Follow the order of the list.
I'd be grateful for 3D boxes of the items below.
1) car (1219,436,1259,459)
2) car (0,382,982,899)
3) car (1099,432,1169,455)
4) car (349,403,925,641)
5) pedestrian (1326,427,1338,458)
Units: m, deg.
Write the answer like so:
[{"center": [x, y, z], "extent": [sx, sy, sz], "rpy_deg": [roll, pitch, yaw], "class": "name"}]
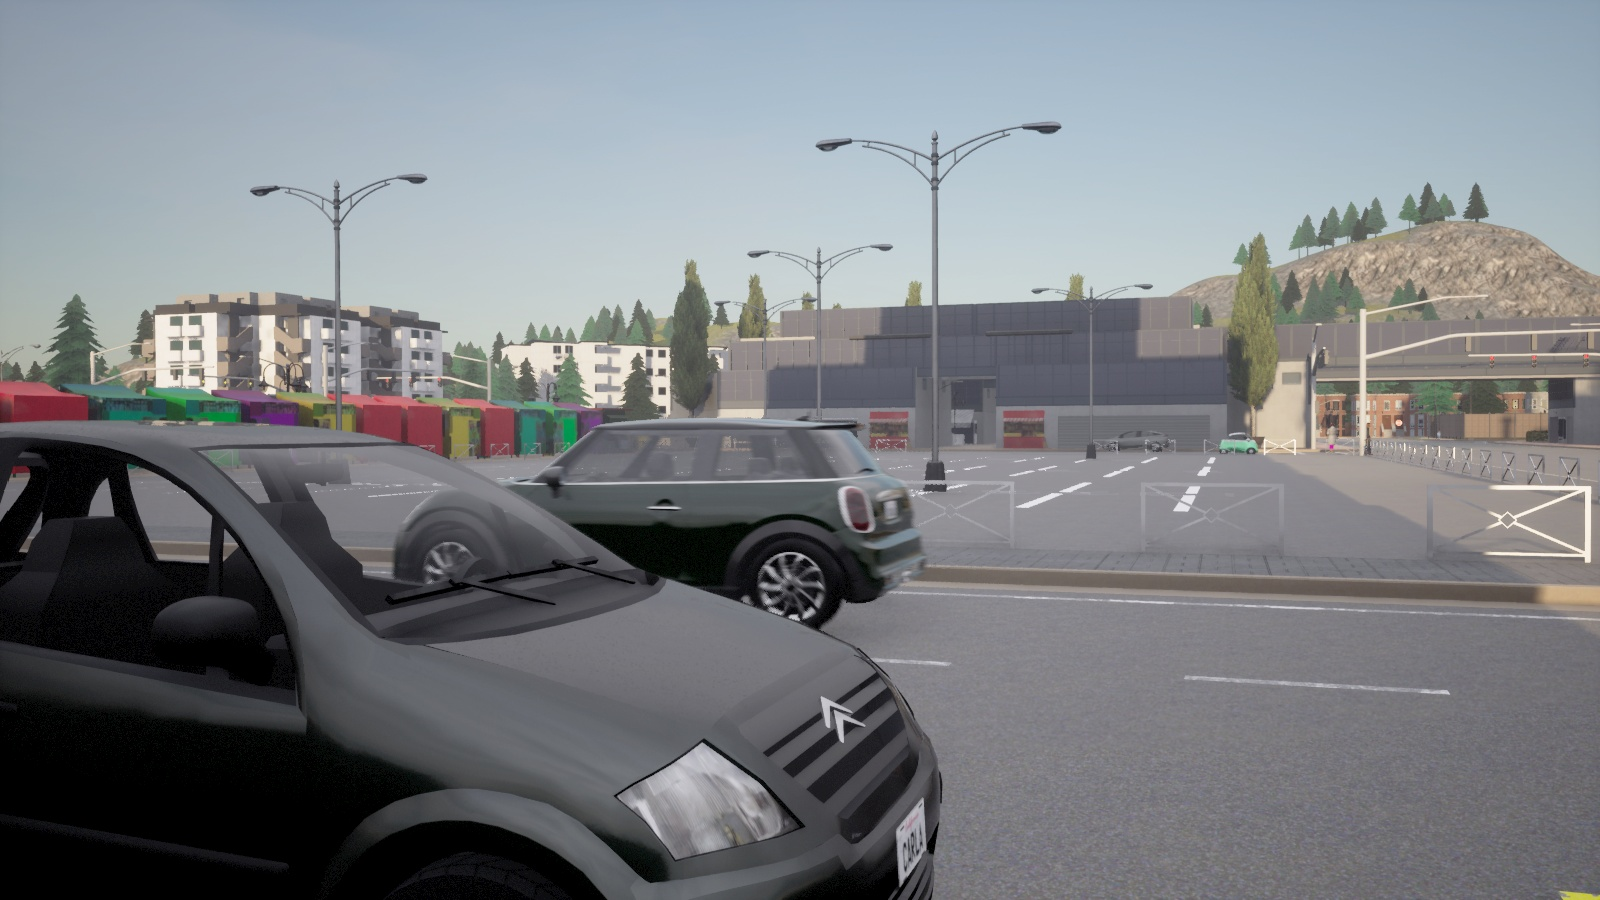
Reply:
[{"center": [25.908, -0.153, 74.125], "extent": [2.207, 1.376, 1.481], "rpy_deg": [0, 1, 20], "class": "car"}, {"center": [-1.613, 0.659, 3.733], "extent": [3.988, 1.617, 1.851], "rpy_deg": [1, 1, 19], "class": "car"}, {"center": [22.969, -0.468, 86.355], "extent": [4.514, 1.525, 2.007], "rpy_deg": [1, 1, 20], "class": "car"}, {"center": [-1.375, 0.503, 11.037], "extent": [4.553, 1.767, 2.097], "rpy_deg": [1, 1, 19], "class": "car"}, {"center": [33.617, -0.481, 79.387], "extent": [0.659, 1.952, 0.873], "rpy_deg": [1, 1, 20], "class": "pedestrian"}]
